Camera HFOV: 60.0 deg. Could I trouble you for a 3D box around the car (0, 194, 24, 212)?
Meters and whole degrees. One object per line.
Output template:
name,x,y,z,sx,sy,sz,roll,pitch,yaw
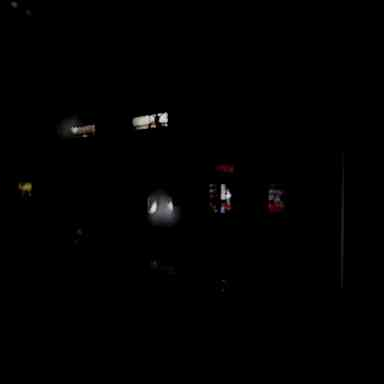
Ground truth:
car,-14.977,0.918,28.819,2.033,1.411,5.357,1,1,36

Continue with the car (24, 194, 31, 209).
car,-10.274,0.987,26.064,2.008,1.369,4.403,2,2,36
